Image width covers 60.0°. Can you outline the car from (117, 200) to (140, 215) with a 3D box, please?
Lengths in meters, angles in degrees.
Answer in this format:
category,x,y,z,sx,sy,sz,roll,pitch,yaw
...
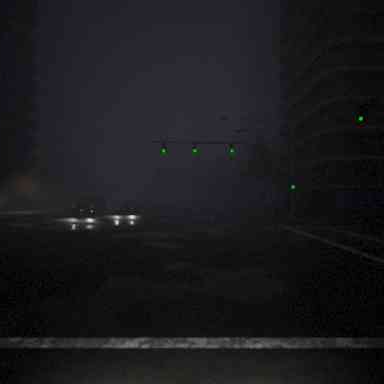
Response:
category,x,y,z,sx,sy,sz,roll,pitch,yaw
car,-7.033,1.675,37.230,1.882,1.535,5.008,0,0,0

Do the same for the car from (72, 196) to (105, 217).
category,x,y,z,sx,sy,sz,roll,pitch,yaw
car,-10.551,1.404,34.415,2.150,2.045,5.566,0,0,-1
